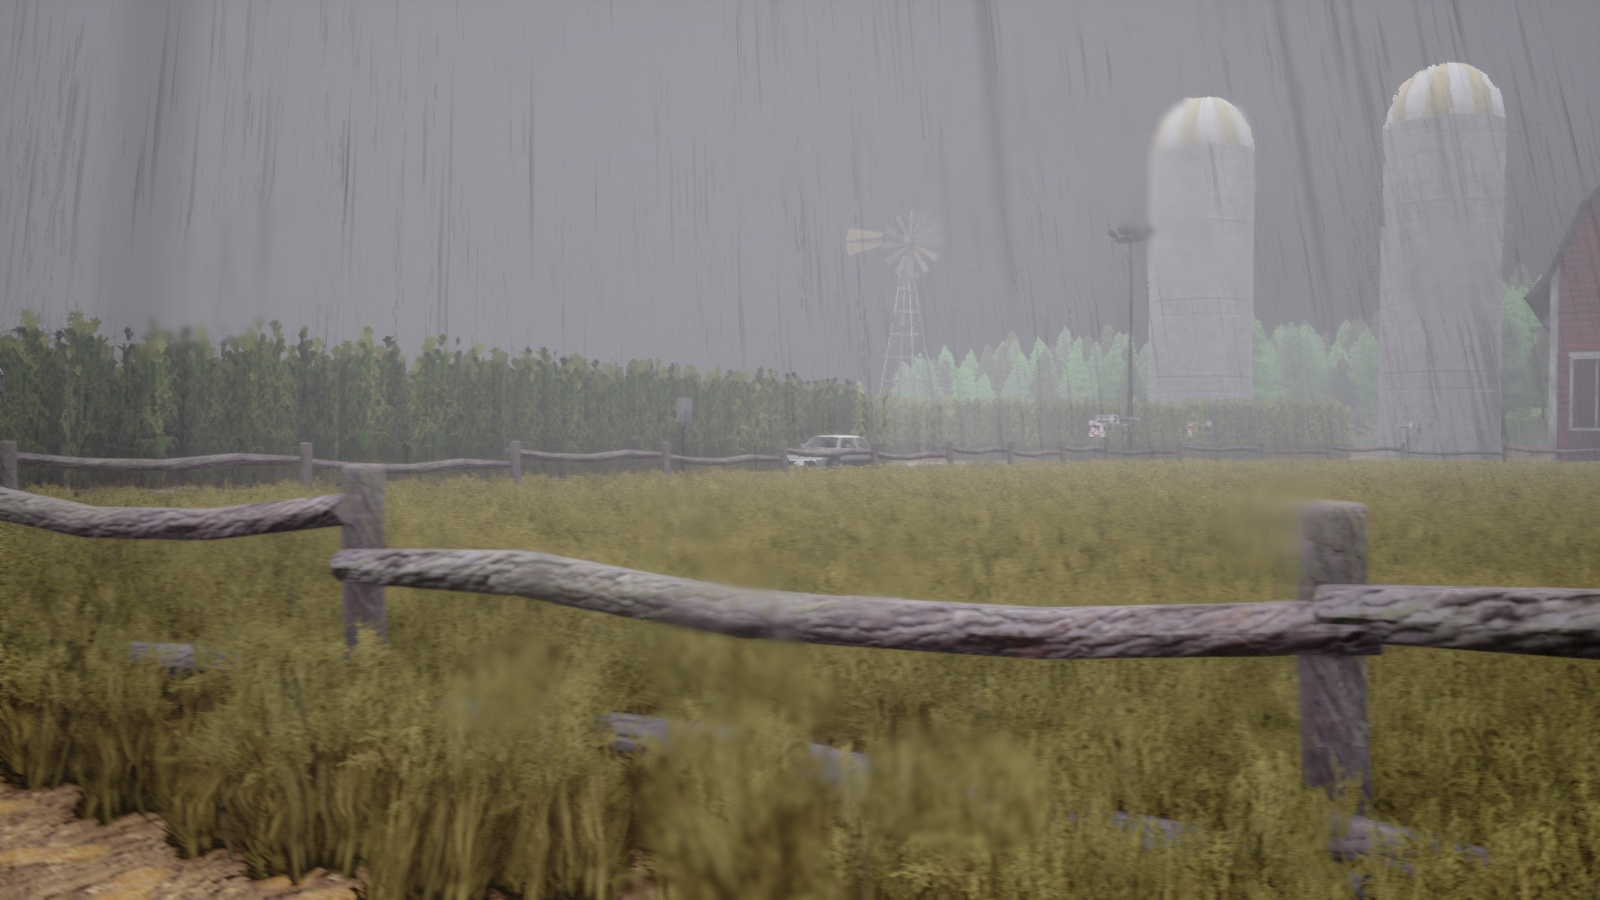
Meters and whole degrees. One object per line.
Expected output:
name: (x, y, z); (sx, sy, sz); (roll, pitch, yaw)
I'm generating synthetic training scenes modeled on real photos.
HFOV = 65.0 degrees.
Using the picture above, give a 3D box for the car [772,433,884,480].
car: (0.985, 0.175, 41.779); (1.970, 1.475, 3.806); (0, 1, 34)
